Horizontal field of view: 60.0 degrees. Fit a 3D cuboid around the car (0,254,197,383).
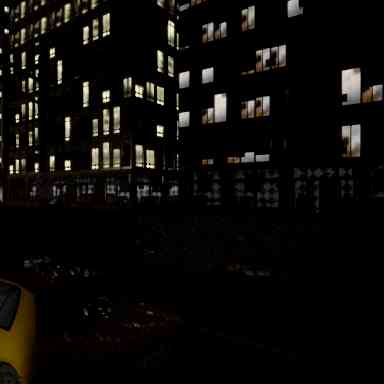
[{"bbox_3d":[-2.228,1.525,4.459,4.829,1.417,1.752,0,0,36],"label":"car"}]
